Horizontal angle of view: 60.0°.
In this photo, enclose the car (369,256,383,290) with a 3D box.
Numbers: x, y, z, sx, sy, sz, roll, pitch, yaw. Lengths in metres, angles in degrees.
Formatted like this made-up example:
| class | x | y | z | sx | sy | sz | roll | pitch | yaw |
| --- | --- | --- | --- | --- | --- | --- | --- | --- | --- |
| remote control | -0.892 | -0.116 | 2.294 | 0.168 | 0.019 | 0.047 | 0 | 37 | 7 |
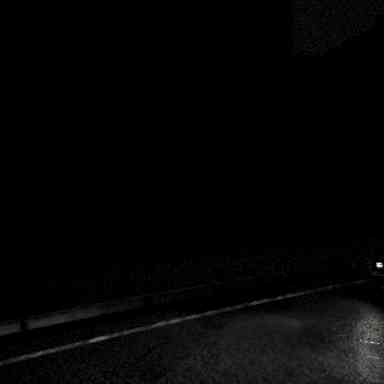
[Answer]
| class | x | y | z | sx | sy | sz | roll | pitch | yaw |
| --- | --- | --- | --- | --- | --- | --- | --- | --- | --- |
| car | 6.000 | 1.547 | 6.946 | 4.718 | 1.301 | 1.895 | 0 | 1 | -25 |
